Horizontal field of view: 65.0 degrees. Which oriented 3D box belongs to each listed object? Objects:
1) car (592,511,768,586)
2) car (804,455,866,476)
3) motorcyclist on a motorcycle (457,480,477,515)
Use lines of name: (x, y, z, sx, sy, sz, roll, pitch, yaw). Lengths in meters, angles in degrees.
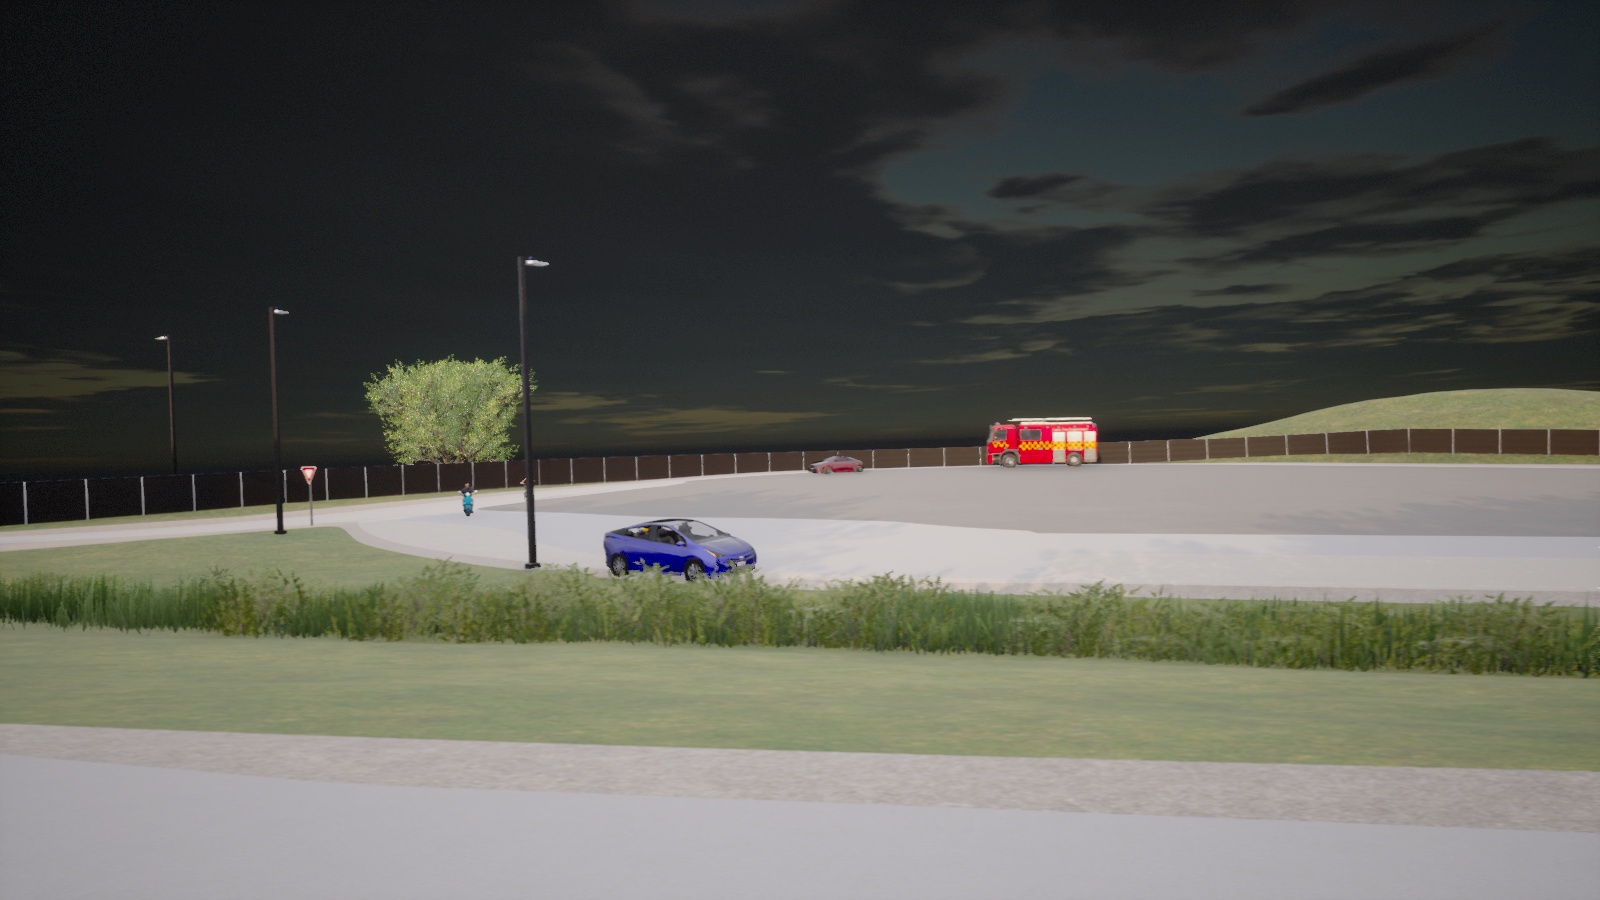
car: (-3.274, 2.590, 33.863, 4.514, 1.525, 2.007, 0, 5, 38)
car: (2.619, 1.160, 94.604, 4.181, 1.385, 1.994, -2, 3, -25)
motorcyclist on a motorcycle: (-15.783, 2.236, 59.450, 0.866, 1.590, 1.817, -1, 1, -16)
